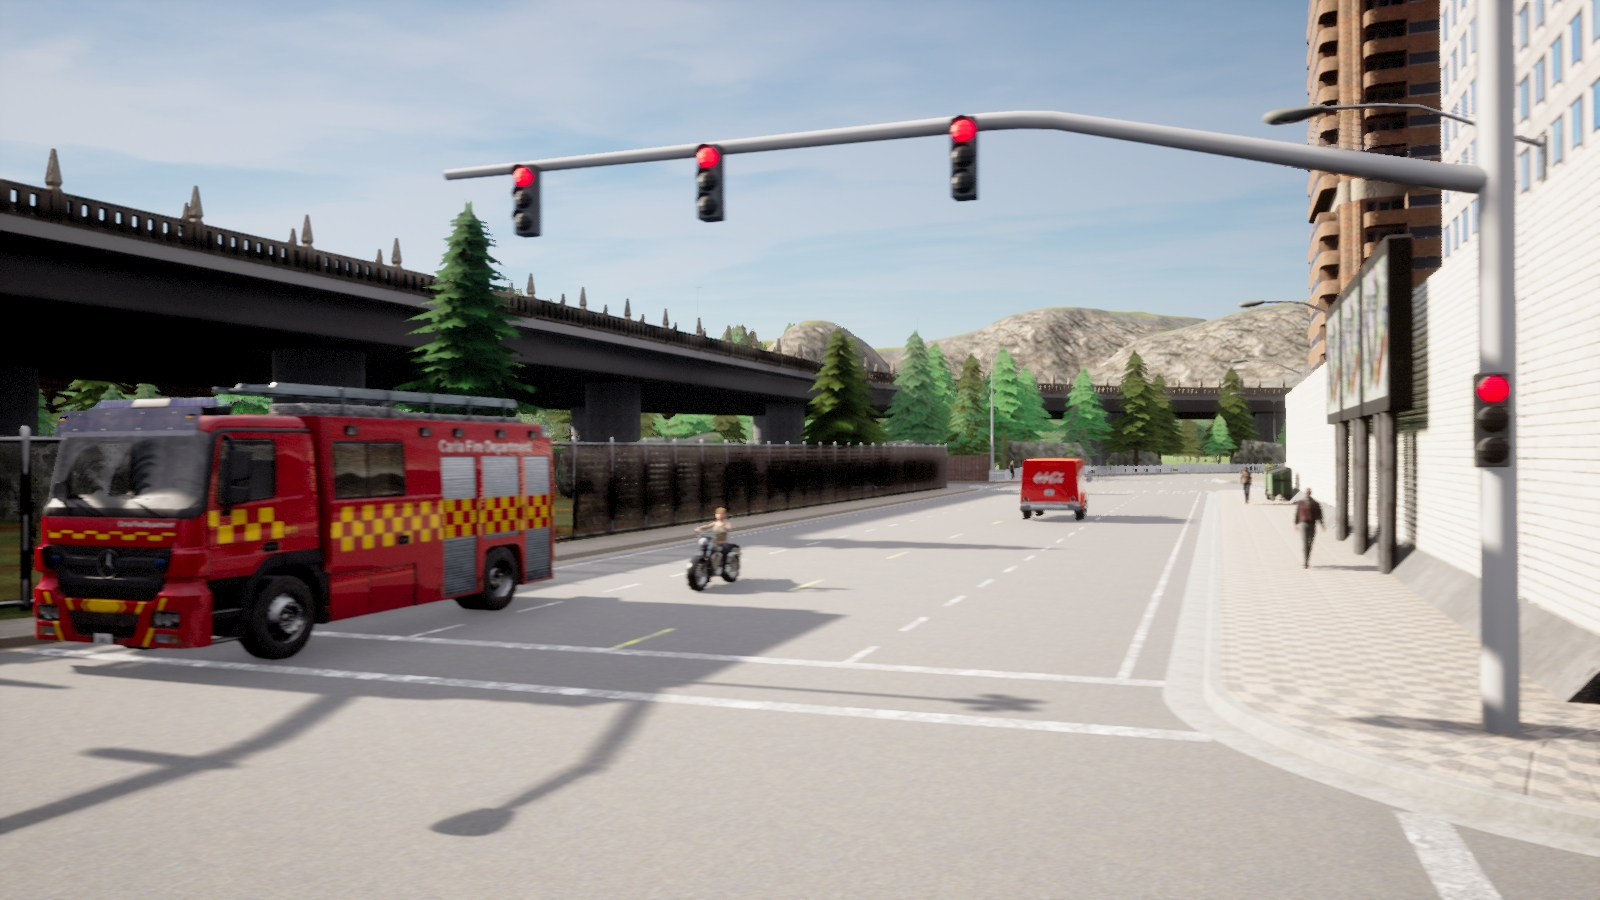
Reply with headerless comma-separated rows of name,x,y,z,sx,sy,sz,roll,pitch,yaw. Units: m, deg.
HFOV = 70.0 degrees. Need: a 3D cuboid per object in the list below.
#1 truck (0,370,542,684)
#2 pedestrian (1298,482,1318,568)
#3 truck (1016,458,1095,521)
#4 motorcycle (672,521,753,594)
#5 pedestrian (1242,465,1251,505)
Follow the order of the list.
truck,-7.758,0.947,18.379,2.891,3.827,8.468,0,0,20
pedestrian,11.130,1.636,25.050,0.375,1.860,0.375,0,0,21
truck,10.719,1.571,47.647,2.627,2.467,5.204,0,0,19
motorcycle,-1.785,2.196,23.774,0.764,1.277,2.356,0,0,20
pedestrian,21.180,1.644,54.158,0.375,1.860,0.375,0,0,22
